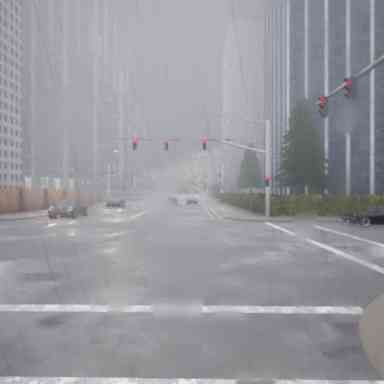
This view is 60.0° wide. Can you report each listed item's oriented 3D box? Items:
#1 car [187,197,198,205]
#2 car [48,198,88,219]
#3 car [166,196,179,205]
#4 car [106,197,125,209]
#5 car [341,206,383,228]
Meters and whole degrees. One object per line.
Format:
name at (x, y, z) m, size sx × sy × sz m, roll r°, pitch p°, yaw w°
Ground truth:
car at (0.057, 1.568, 58.411) m, size 1.895 × 1.301 × 4.718 m, roll 0°, pitch 0°, yaw 0°
car at (-10.571, 1.336, 28.669) m, size 2.097 × 1.767 × 4.553 m, roll 0°, pitch 0°, yaw 0°
car at (-3.443, 1.472, 58.385) m, size 1.837 × 1.490 × 4.892 m, roll 0°, pitch 0°, yaw 0°
car at (-10.541, 1.452, 46.079) m, size 1.882 × 1.535 × 5.008 m, roll 0°, pitch 0°, yaw 0°
car at (12.151, 1.533, 21.202) m, size 4.718 × 1.301 × 1.895 m, roll 0°, pitch 0°, yaw 0°
